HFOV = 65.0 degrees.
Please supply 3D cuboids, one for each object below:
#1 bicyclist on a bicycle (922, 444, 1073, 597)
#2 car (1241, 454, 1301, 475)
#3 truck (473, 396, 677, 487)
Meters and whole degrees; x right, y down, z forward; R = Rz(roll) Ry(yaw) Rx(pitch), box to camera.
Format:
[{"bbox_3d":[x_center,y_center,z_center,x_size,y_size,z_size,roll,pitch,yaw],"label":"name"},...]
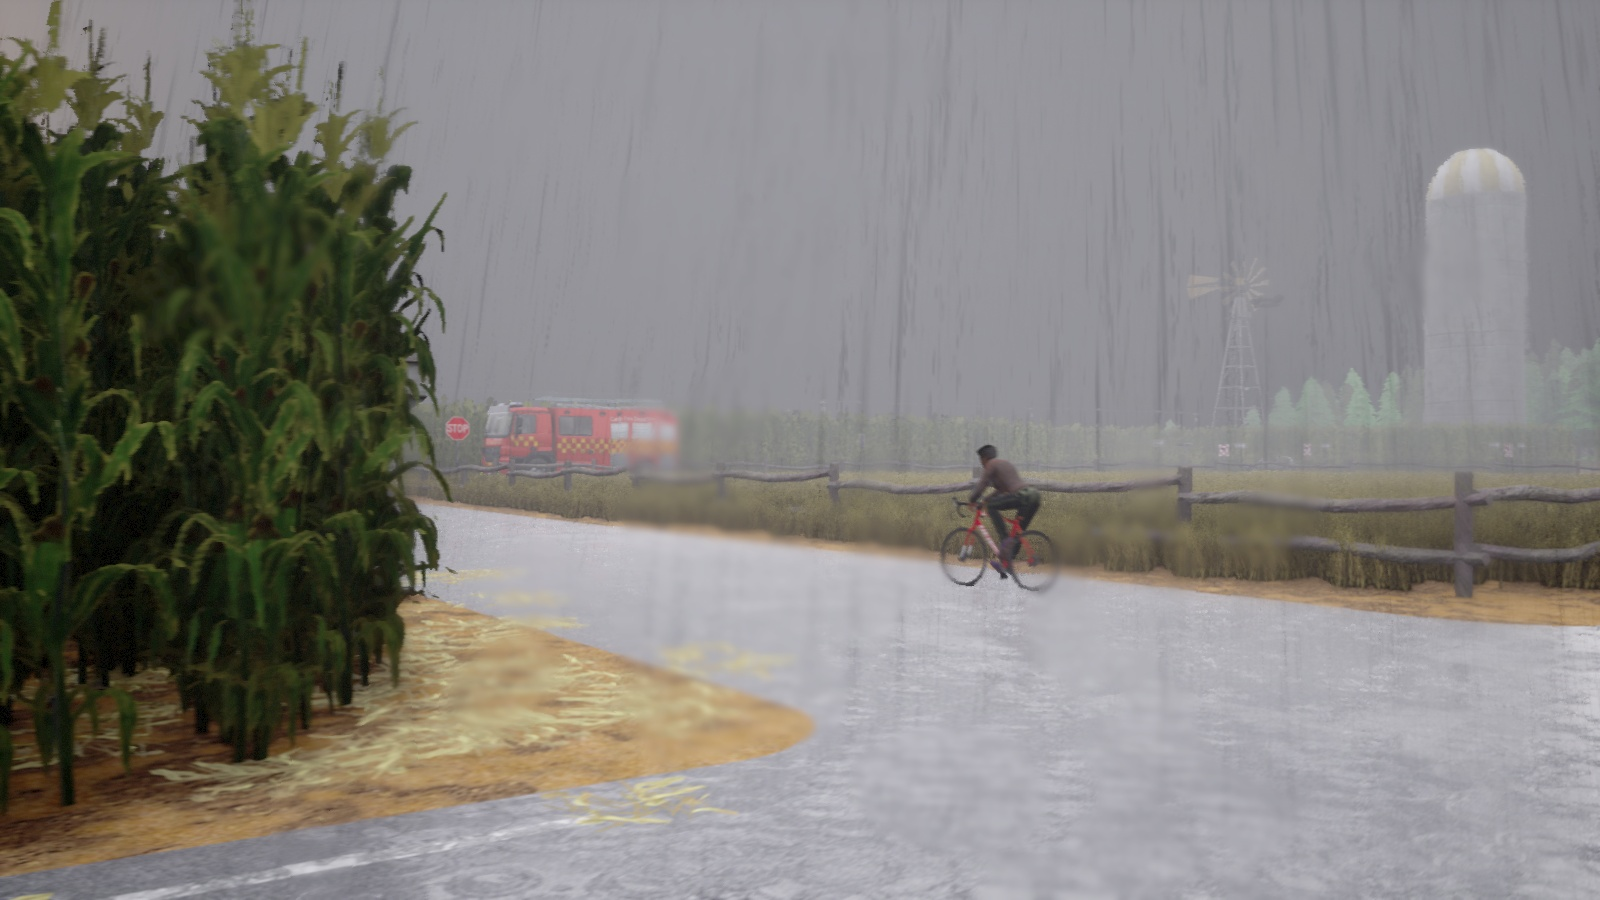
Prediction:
[{"bbox_3d":[2.186,0.756,14.046,0.582,1.620,1.656,1,-1,-44],"label":"bicyclist on a bicycle"},{"bbox_3d":[34.040,1.054,90.706,3.806,1.475,1.970,0,0,29],"label":"car"},{"bbox_3d":[-9.970,-0.320,56.188,8.468,3.827,2.891,1,-1,-34],"label":"truck"}]
